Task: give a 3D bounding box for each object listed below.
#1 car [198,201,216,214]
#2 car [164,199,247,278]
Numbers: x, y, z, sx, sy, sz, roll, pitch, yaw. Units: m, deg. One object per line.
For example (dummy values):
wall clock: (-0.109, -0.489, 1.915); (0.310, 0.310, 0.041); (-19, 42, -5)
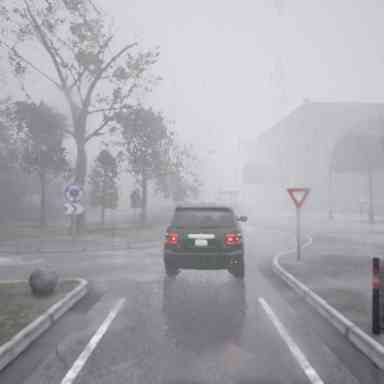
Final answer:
car: (2.038, 2.157, 47.011); (2.128, 1.511, 4.902); (0, 1, -3)
car: (0.593, 1.372, 10.788); (2.150, 2.045, 5.566); (0, -1, 8)
